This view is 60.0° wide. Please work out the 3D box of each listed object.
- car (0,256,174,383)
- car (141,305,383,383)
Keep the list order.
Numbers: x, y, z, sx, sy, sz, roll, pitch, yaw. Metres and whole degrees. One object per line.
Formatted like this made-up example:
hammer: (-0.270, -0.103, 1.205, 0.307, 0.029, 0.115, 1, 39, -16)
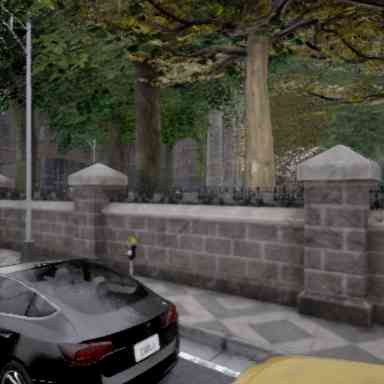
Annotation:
car: (-2.135, 1.564, 4.485, 4.313, 1.339, 1.947, 0, 0, 35)
car: (2.170, 1.524, 1.417, 4.829, 1.417, 1.752, 0, 0, 35)
